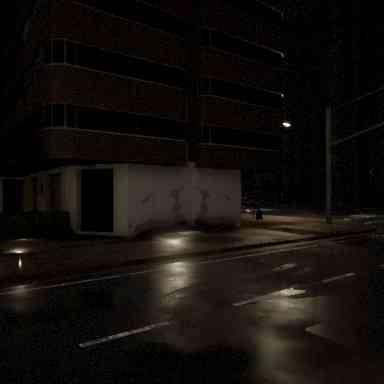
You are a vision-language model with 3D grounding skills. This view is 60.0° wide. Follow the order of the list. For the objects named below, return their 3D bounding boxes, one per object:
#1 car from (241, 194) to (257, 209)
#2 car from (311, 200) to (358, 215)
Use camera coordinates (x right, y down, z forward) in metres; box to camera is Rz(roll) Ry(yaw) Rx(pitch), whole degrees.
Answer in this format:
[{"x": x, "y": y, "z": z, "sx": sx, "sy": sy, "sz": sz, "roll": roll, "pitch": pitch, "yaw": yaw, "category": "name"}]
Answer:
[{"x": 6.644, "y": 1.478, "z": 45.092, "sx": 1.882, "sy": 1.535, "sz": 5.008, "roll": 0, "pitch": 0, "yaw": -36, "category": "car"}, {"x": 14.564, "y": 1.526, "z": 34.152, "sx": 1.812, "sy": 1.442, "sz": 4.674, "roll": 0, "pitch": 0, "yaw": -36, "category": "car"}]
